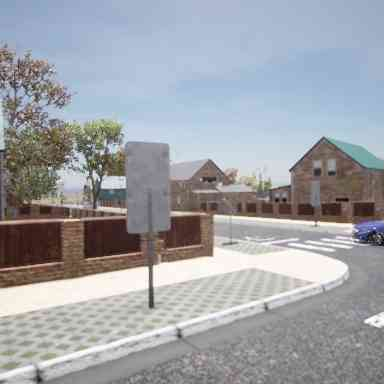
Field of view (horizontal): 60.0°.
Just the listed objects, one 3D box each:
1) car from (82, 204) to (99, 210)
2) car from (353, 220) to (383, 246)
[{"bbox_3d":[-15.399,2.586,50.205,1.994,1.385,4.181,-1,-1,-30],"label":"car"},{"bbox_3d":[9.796,1.618,14.911,4.674,1.442,1.812,-2,2,17],"label":"car"}]
